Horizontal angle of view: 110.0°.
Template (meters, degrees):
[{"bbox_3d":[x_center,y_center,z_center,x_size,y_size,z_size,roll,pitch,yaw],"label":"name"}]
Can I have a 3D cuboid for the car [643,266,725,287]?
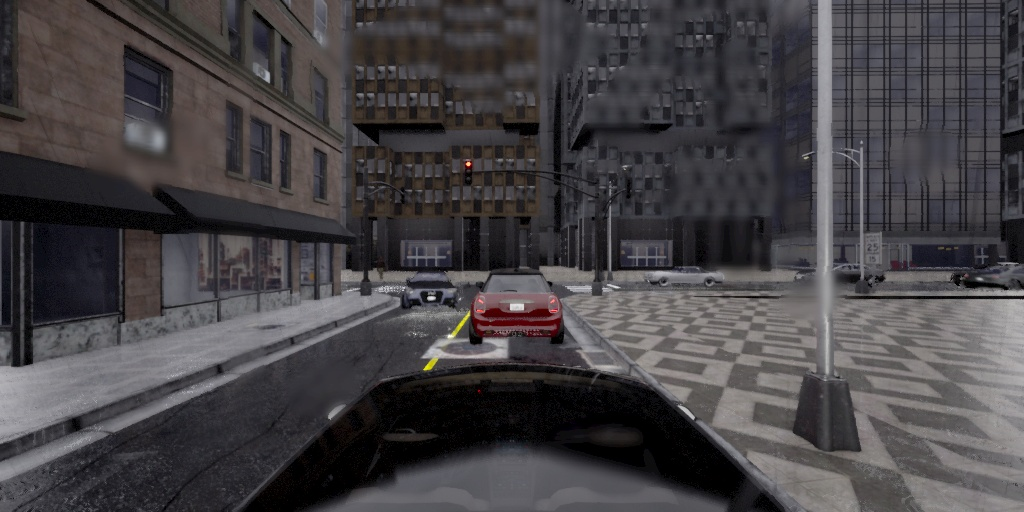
[{"bbox_3d":[11.195,1.333,23.639,4.718,1.301,1.895,0,0,1],"label":"car"}]

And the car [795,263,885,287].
[{"bbox_3d":[21.388,1.210,23.524,4.902,1.511,2.128,0,0,1],"label":"car"}]

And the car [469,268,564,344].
[{"bbox_3d":[0.069,1.102,9.723,2.097,1.767,4.553,0,0,-1],"label":"car"}]

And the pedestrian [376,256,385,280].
[{"bbox_3d":[-9.837,0.903,26.905,0.375,1.860,0.375,0,0,1],"label":"pedestrian"}]

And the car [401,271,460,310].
[{"bbox_3d":[-3.340,1.314,14.700,1.994,1.385,4.181,0,0,-15],"label":"car"}]

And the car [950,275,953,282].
[{"bbox_3d":[31.808,1.209,23.401,4.892,1.490,1.837,0,0,1],"label":"car"}]

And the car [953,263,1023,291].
[{"bbox_3d":[28.413,1.272,20.249,4.181,1.385,1.994,0,0,1],"label":"car"}]
